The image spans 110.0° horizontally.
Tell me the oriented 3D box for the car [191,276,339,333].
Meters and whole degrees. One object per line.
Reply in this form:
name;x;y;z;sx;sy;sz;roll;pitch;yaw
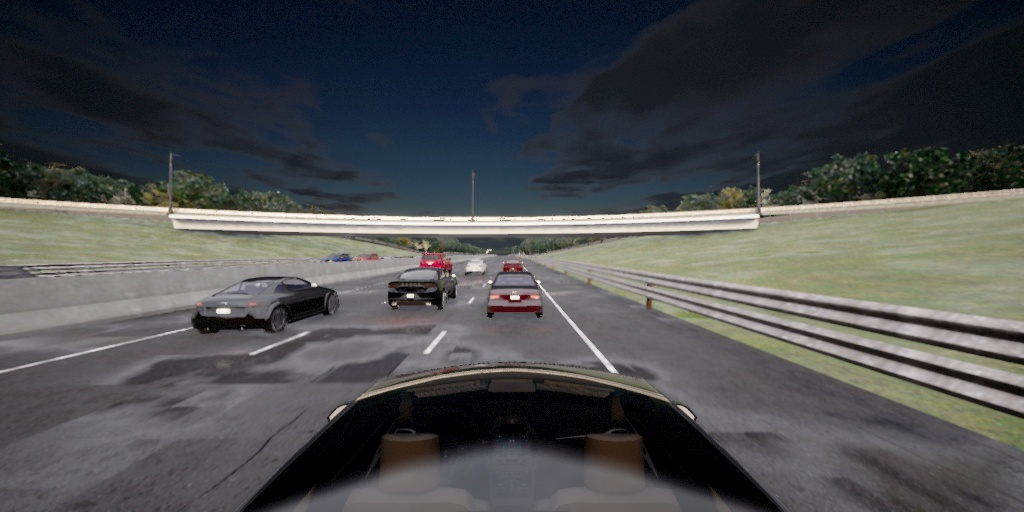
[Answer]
car;-6.903;1.276;10.585;1.994;1.385;4.181;0;0;0

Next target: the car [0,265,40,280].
car;-17.602;1.062;10.873;2.097;1.767;4.553;0;0;0

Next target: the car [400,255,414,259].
car;-17.524;0.664;59.864;2.097;1.767;4.553;0;1;0

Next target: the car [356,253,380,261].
car;-21.069;0.594;52.237;2.150;2.045;5.566;0;1;0

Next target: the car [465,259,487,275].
car;-3.411;1.044;34.742;1.812;1.442;4.674;0;0;0

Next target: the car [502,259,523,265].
car;0.089;0.993;35.116;1.882;1.535;5.008;0;0;0

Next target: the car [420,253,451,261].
car;-6.911;0.755;32.878;2.150;2.045;5.566;0;0;0

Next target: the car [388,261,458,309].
car;-3.405;1.160;14.481;1.882;1.535;5.008;0;0;0

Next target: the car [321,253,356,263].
car;-24.580;0.604;50.438;2.150;2.045;5.566;0;1;0

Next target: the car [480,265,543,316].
car;0.090;1.242;13.009;2.033;1.411;5.357;0;0;0
